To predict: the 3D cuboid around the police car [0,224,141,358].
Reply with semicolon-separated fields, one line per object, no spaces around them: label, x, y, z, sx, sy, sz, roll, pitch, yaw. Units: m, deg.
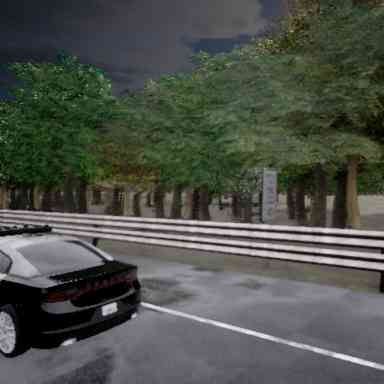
police car;-3.259;1.453;6.208;5.238;1.638;1.930;0;0;36
